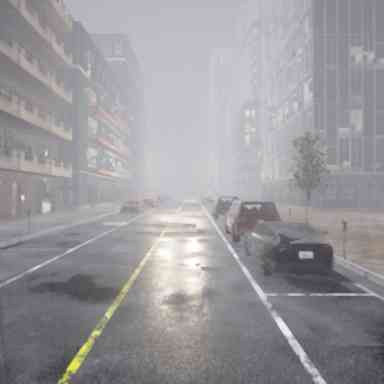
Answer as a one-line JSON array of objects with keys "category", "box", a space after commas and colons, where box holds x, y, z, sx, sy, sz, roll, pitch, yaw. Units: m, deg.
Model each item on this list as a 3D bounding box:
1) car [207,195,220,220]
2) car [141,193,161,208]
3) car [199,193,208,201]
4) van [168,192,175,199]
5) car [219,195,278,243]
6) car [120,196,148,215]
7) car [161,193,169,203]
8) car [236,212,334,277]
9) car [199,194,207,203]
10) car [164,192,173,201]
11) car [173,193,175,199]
[{"category": "car", "box": [2.679, 1.179, 26.510, 2.192, 1.841, 5.009, 1, 0, 0]}, {"category": "car", "box": [-5.717, 1.113, 43.072, 2.192, 1.841, 5.009, 1, 0, 0]}, {"category": "car", "box": [2.638, 1.149, 76.218, 1.967, 1.590, 4.097, 1, 0, 0]}, {"category": "van", "box": [-5.743, 1.028, 92.781, 1.690, 1.788, 3.998, 1, 0, 0]}, {"category": "car", "box": [2.690, 1.233, 15.464, 2.192, 1.841, 5.009, 1, 0, 0]}, {"category": "car", "box": [-5.709, 1.385, 32.026, 1.887, 1.381, 4.507, 1, 0, 0]}, {"category": "car", "box": [-5.736, 1.314, 59.642, 1.947, 1.339, 4.313, 1, 0, 0]}, {"category": "car", "box": [2.691, 1.512, 9.942, 1.947, 1.339, 4.313, 1, 0, 0]}, {"category": "car", "box": [2.645, 1.330, 59.649, 1.802, 1.307, 4.206, 1, 0, 0]}, {"category": "car", "box": [-5.747, 1.036, 70.688, 2.192, 1.841, 5.009, 1, 0, 0]}, {"category": "car", "box": [-5.755, 1.024, 76.211, 2.192, 1.841, 5.009, 1, 0, 0]}]
